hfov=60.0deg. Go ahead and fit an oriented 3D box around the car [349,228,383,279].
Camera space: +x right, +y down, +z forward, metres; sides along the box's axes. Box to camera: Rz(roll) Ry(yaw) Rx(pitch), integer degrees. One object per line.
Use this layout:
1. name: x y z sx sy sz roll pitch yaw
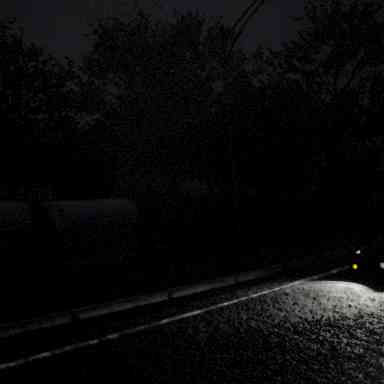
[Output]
1. car: 5.973 1.504 8.915 4.181 1.385 1.994 0 0 -40
